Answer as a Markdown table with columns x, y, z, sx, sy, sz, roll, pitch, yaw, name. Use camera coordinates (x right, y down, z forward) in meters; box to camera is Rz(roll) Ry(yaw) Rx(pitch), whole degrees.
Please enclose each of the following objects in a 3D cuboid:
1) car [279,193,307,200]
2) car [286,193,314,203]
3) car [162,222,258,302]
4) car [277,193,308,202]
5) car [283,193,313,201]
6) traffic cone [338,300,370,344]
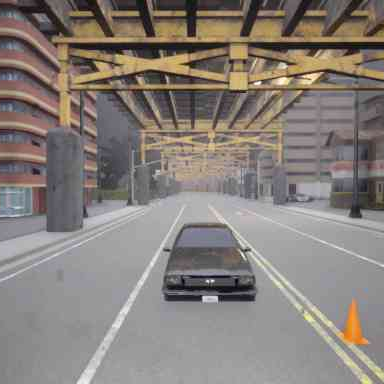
| x | y | z | sx | sy | sz | roll | pitch | yaw | name |
| --- | --- | --- | --- | --- | --- | --- | --- | --- | --- |
| 17.853 | 0.803 | 58.915 | 4.536 | 1.218 | 1.853 | 0 | 1 | 25 | car |
| 17.458 | 1.008 | 54.781 | 4.974 | 1.542 | 2.038 | 0 | 1 | -20 | car |
| 0.360 | 1.534 | 8.666 | 2.033 | 1.411 | 5.357 | 0 | 0 | 1 | car |
| 17.806 | 0.960 | 58.938 | 4.974 | 1.542 | 2.038 | 0 | 1 | 25 | car |
| 17.507 | 0.850 | 54.797 | 4.536 | 1.218 | 1.853 | 0 | 1 | -20 | car |
| 2.453 | 1.949 | 5.059 | 0.340 | 0.580 | 0.340 | 0 | 0 | 0 | traffic cone |
